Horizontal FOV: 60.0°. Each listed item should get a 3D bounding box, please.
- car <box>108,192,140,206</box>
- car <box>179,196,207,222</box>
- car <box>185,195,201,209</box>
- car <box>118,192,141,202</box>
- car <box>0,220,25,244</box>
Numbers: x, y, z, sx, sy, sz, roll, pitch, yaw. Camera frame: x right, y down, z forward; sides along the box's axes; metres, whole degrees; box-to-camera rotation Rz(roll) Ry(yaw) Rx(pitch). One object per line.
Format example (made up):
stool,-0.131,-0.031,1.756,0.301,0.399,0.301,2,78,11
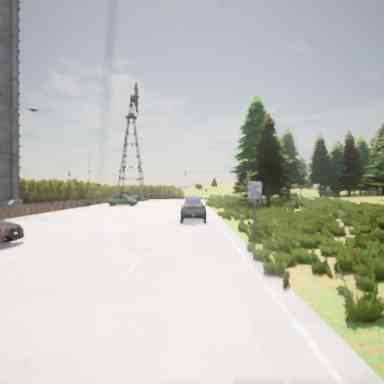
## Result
car,-9.540,1.190,46.327,3.988,1.617,1.851,0,0,-1
car,0.100,1.337,24.522,2.128,1.511,4.902,0,0,0
car,0.103,1.211,42.116,1.882,1.535,5.008,0,1,0
car,-11.894,0.957,63.172,3.866,1.878,1.905,0,0,-31
car,-9.057,1.465,13.320,4.181,1.381,1.994,0,0,-1
